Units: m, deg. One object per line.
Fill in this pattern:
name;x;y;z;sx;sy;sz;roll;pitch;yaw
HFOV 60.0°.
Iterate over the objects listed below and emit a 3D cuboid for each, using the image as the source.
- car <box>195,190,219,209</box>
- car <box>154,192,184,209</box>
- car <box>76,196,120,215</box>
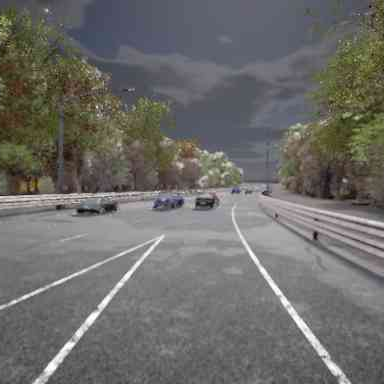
car;1.654;0.890;34.998;1.882;1.535;5.008;1;1;14
car;-2.233;0.753;33.783;2.097;1.767;4.553;1;1;14
car;-7.495;1.036;26.883;1.994;1.385;4.181;1;1;14
